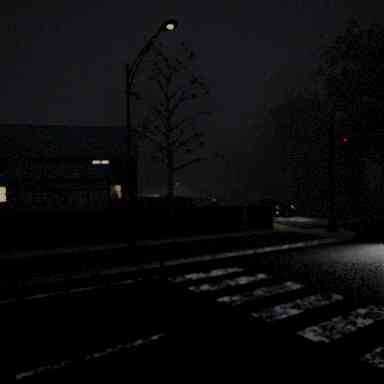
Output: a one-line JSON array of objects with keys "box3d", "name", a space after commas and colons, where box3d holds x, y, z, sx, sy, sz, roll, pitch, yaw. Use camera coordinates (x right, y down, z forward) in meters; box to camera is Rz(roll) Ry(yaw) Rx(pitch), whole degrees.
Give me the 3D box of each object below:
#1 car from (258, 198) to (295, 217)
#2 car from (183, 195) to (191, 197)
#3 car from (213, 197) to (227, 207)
[{"box3d": [7.855, 1.368, 31.698, 2.097, 1.767, 4.553, -1, 1, -15], "name": "car"}, {"box3d": [-1.045, 1.335, 65.543, 1.812, 1.442, 4.674, -1, 0, -15], "name": "car"}, {"box3d": [3.857, 1.469, 46.757, 2.033, 1.411, 5.357, -1, 1, -15], "name": "car"}]
